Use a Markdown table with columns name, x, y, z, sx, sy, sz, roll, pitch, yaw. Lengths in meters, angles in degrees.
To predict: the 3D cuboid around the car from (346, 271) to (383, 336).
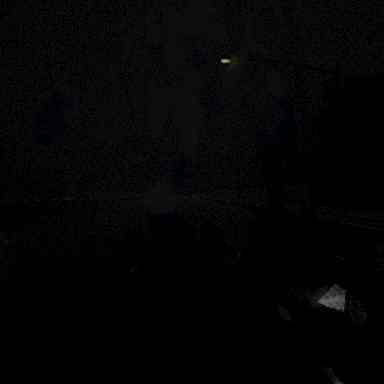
| name | x | y | z | sx | sy | sz | roll | pitch | yaw |
| --- | --- | --- | --- | --- | --- | --- | --- | --- | --- |
| car | 3.601 | 1.555 | 3.913 | 1.812 | 1.442 | 4.674 | 0 | 0 | 0 |
